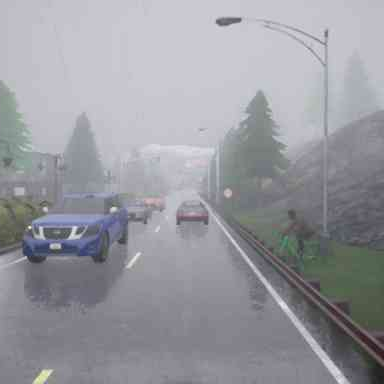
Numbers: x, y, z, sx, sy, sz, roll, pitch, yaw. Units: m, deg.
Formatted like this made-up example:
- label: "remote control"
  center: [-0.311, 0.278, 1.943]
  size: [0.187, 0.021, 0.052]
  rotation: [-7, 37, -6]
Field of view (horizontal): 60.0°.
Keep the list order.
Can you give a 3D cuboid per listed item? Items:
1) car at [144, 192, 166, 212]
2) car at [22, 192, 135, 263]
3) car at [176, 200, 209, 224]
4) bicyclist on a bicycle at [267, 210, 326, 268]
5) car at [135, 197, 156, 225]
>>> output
- label: "car"
  center: [-3.668, 0.878, 31.107]
  size: [2.097, 1.767, 4.553]
  rotation: [0, 1, 0]
- label: "car"
  center: [-3.638, 1.044, 11.568]
  size: [2.150, 2.045, 5.566]
  rotation: [0, 1, 0]
- label: "car"
  center: [0.028, 1.234, 21.595]
  size: [1.994, 1.385, 4.181]
  rotation: [0, 1, 0]
- label: "bicyclist on a bicycle"
  center: [2.892, 1.321, 9.171]
  size: [1.656, 1.620, 0.582]
  rotation: [2, 1, 0]
- label: "car"
  center: [-3.663, 1.240, 21.190]
  size: [1.994, 1.385, 4.181]
  rotation: [0, 1, 0]
